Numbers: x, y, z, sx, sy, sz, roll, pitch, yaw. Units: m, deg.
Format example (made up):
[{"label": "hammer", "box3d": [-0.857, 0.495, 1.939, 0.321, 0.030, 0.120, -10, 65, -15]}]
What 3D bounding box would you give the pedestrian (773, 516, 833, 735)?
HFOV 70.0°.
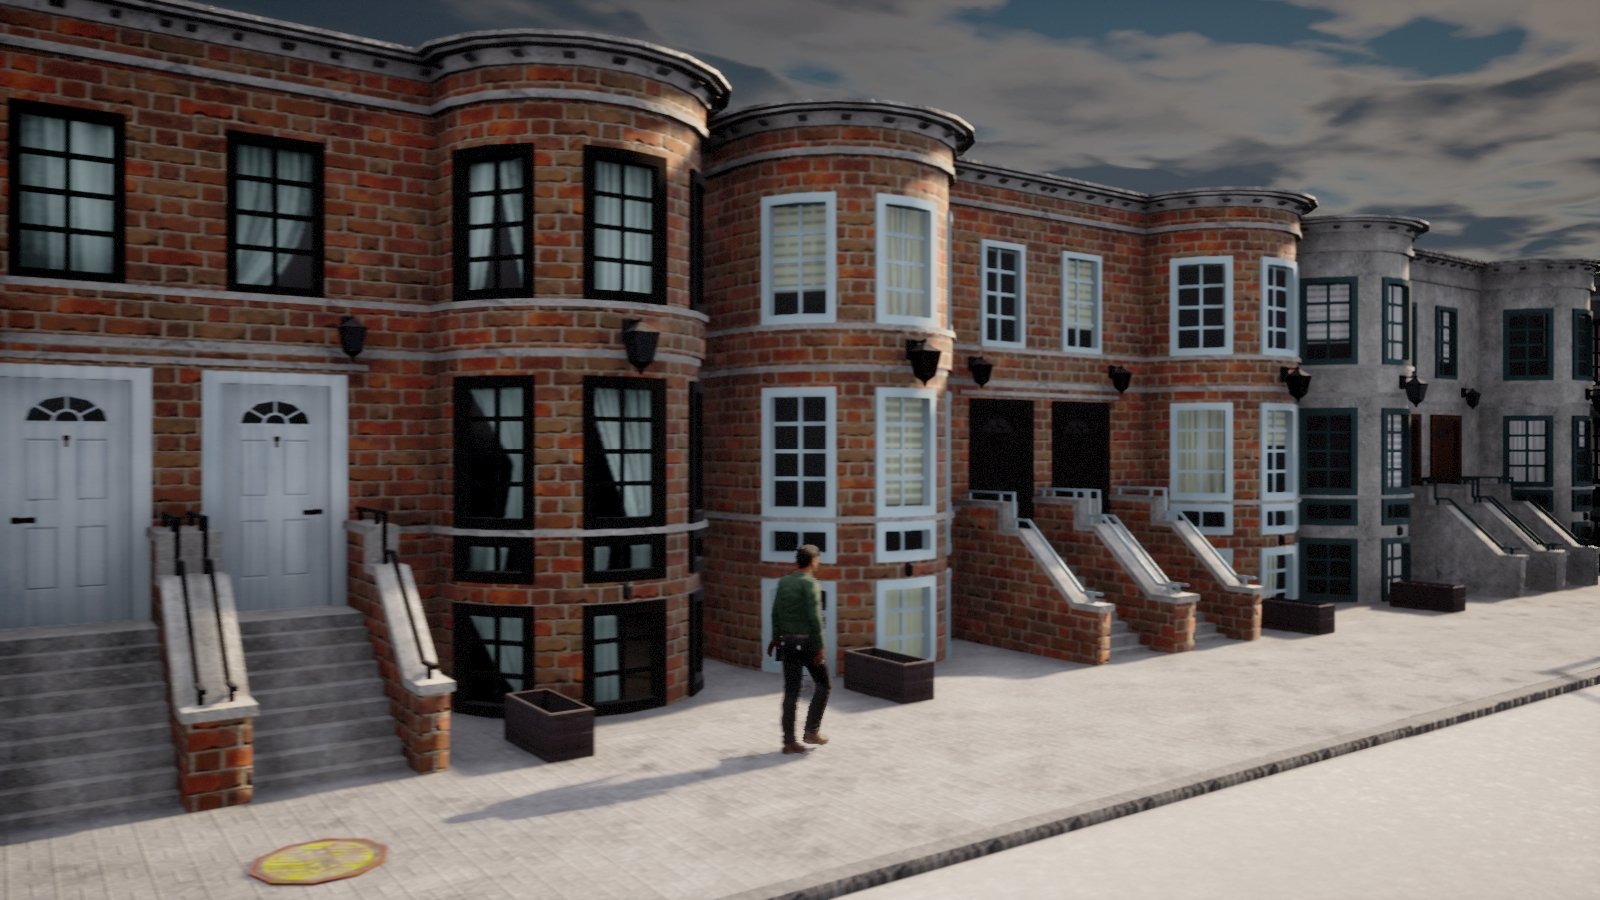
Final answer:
[{"label": "pedestrian", "box3d": [0.027, 1.524, 10.091, 0.375, 1.860, 0.375, 0, 0, -43]}]
